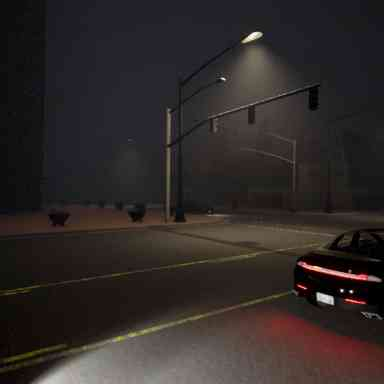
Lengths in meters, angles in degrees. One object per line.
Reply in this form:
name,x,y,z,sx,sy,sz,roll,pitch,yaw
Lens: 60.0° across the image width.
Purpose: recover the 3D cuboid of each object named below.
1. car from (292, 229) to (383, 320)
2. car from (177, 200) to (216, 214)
car,4.117,1.503,6.739,4.902,1.511,2.128,0,0,-35
car,0.290,1.624,36.068,2.033,1.411,5.357,1,-1,-35
